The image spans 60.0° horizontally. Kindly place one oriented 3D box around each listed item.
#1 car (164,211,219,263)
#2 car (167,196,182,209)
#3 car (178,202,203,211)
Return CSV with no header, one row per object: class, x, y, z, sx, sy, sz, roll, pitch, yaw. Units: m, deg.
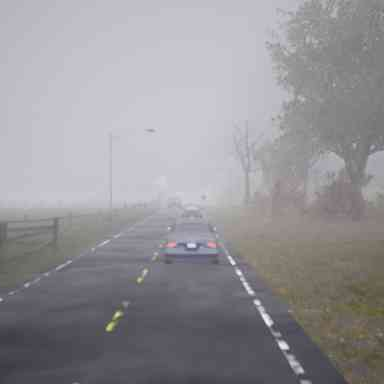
car,-0.003,1.677,12.509,2.033,1.411,5.357,0,-1,0
car,-2.803,1.736,54.478,2.150,2.045,5.566,0,-1,0
car,-0.002,1.816,28.876,1.812,1.442,4.674,0,0,0
